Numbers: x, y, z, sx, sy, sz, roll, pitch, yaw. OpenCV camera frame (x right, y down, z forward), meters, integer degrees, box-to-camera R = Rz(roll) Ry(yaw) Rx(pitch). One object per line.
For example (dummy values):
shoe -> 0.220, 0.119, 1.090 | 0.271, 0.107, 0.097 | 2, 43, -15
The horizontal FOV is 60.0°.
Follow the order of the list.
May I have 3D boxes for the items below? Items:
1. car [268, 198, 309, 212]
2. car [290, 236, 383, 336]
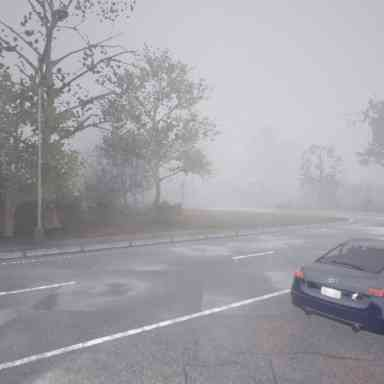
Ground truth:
car -> 11.100, 1.491, 38.601 | 2.128, 1.511, 4.902 | 0, 0, -40
car -> 3.839, 1.562, 6.434 | 4.181, 1.385, 1.994 | 0, 0, -35
